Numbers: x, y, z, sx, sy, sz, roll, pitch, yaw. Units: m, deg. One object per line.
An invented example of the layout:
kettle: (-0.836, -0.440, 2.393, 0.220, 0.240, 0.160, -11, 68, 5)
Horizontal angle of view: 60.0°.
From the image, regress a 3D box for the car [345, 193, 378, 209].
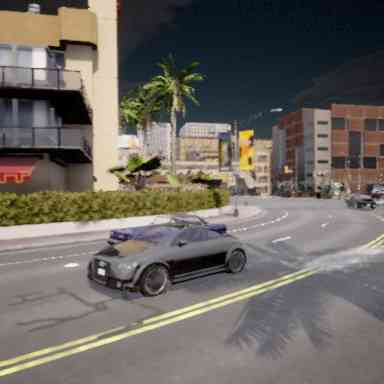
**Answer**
car: (18.624, 1.118, 37.049, 1.837, 1.490, 4.892, 0, 0, 5)

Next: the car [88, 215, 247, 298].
car: (-0.482, 1.534, 8.579, 4.181, 1.385, 1.994, -1, 0, -41)

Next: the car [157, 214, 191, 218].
car: (-0.813, 1.557, 12.819, 4.718, 1.301, 1.895, -1, 0, -44)
